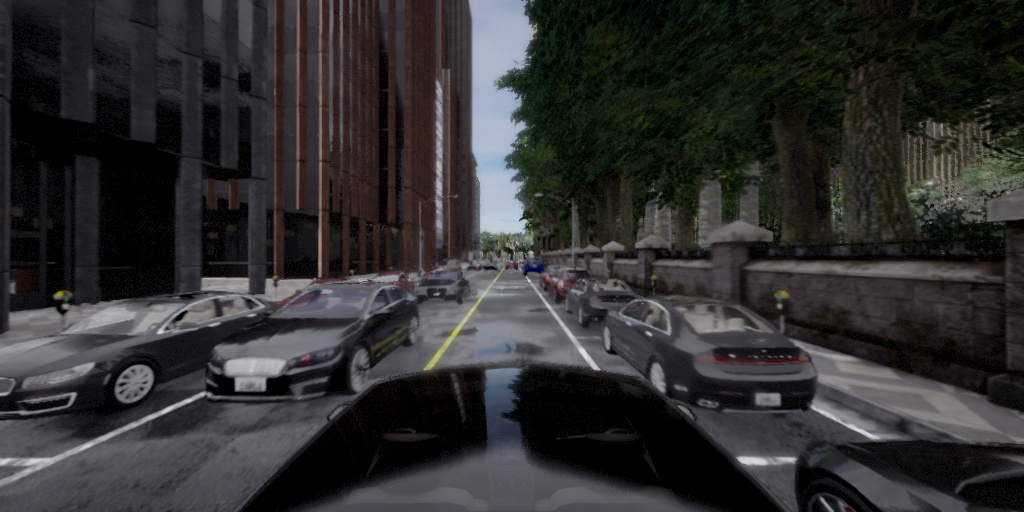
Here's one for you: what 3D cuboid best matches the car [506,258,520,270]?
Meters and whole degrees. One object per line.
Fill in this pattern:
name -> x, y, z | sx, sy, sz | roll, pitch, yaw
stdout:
car -> -0.003, 1.533, 59.360 | 1.812, 1.442, 4.674 | 0, 0, 0

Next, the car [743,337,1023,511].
car -> 2.763, 1.310, 0.595 | 1.948, 1.339, 4.313 | 0, 0, 0

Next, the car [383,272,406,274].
car -> -5.763, 1.404, 16.957 | 1.802, 1.307, 4.207 | 0, 0, 0

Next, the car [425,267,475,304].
car -> -3.070, 1.385, 16.690 | 1.994, 1.385, 4.181 | 0, 0, 1

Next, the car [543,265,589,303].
car -> 2.762, 1.261, 16.964 | 1.967, 1.591, 4.097 | 0, 0, 0

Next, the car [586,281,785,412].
car -> 2.763, 1.321, 6.051 | 2.007, 1.370, 4.403 | 0, 0, 0

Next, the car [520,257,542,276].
car -> 2.391, 1.162, 40.372 | 2.150, 2.045, 5.566 | 0, 0, 0

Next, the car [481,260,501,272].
car -> -3.070, 1.599, 52.602 | 1.895, 1.301, 4.718 | 0, 0, 0

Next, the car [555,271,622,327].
car -> 2.762, 1.346, 11.508 | 2.007, 1.370, 4.403 | 0, 0, 0

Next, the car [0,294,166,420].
car -> -5.763, 1.322, 6.043 | 2.007, 1.370, 4.403 | 0, 0, 0

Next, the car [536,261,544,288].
car -> 2.761, 1.287, 22.421 | 1.967, 1.591, 4.097 | 0, 0, 0

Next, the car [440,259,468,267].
car -> -5.764, 1.215, 33.328 | 2.192, 1.841, 5.009 | 0, 0, 0

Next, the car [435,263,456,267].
car -> -5.764, 1.456, 27.872 | 1.802, 1.307, 4.207 | 0, 0, 0

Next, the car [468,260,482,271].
car -> -5.766, 1.451, 55.156 | 1.967, 1.591, 4.097 | 0, 0, 0

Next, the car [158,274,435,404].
car -> -3.094, 1.265, 6.700 | 2.128, 1.511, 4.902 | 0, 0, 0
